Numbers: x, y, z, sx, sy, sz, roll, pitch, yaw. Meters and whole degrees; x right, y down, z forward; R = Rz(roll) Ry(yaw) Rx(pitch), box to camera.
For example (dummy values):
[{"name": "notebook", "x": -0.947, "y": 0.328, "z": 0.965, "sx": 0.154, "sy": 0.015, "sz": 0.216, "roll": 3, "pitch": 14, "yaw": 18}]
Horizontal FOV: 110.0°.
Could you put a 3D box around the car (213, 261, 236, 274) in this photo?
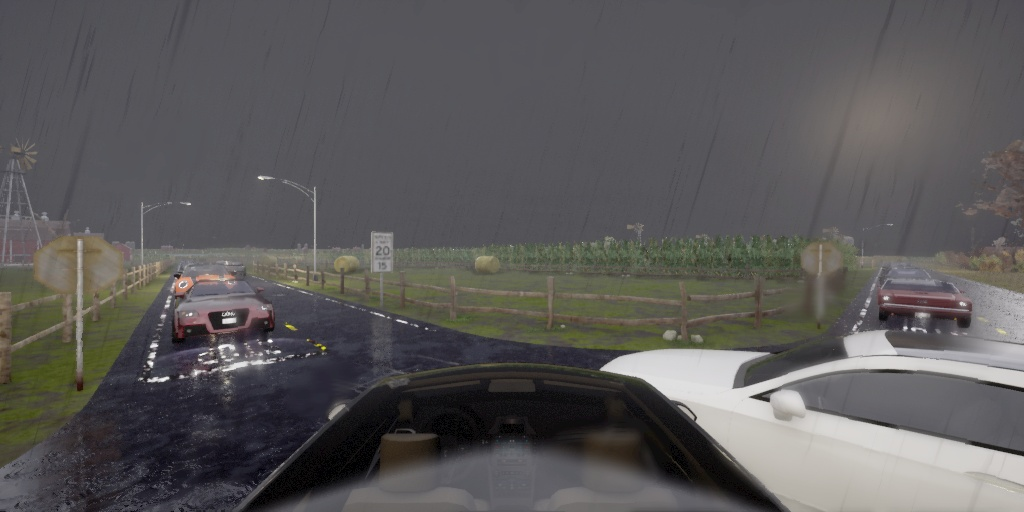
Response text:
[{"name": "car", "x": -34.327, "y": 1.338, "z": 42.774, "sx": 1.837, "sy": 1.490, "sz": 4.892, "roll": 0, "pitch": 0, "yaw": -42}]

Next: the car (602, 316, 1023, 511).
[{"name": "car", "x": 2.808, "y": 1.293, "z": 2.556, "sx": 1.812, "sy": 1.442, "sz": 4.674, "roll": 0, "pitch": 1, "yaw": -45}]

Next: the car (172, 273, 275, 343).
[{"name": "car", "x": -8.081, "y": 1.362, "z": 9.984, "sx": 1.994, "sy": 1.385, "sz": 4.181, "roll": 0, "pitch": 0, "yaw": -43}]

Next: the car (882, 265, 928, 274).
[{"name": "car", "x": 20.334, "y": 1.368, "z": 18.440, "sx": 5.357, "sy": 1.411, "sz": 2.033, "roll": 0, "pitch": 1, "yaw": -44}]

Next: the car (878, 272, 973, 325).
[{"name": "car", "x": 13.353, "y": 1.400, "z": 11.773, "sx": 4.718, "sy": 1.301, "sz": 1.895, "roll": 0, "pitch": 1, "yaw": -44}]

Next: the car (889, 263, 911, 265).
[{"name": "car", "x": 26.996, "y": 1.408, "z": 24.793, "sx": 4.181, "sy": 1.385, "sz": 1.994, "roll": 0, "pitch": 1, "yaw": -44}]

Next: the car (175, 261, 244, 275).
[{"name": "car", "x": -13.952, "y": 1.152, "z": 16.383, "sx": 2.097, "sy": 1.767, "sz": 4.553, "roll": 0, "pitch": 0, "yaw": -43}]

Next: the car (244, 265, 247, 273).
[{"name": "car", "x": -27.497, "y": 1.311, "z": 35.415, "sx": 2.128, "sy": 1.511, "sz": 4.902, "roll": 0, "pitch": 0, "yaw": -42}]
